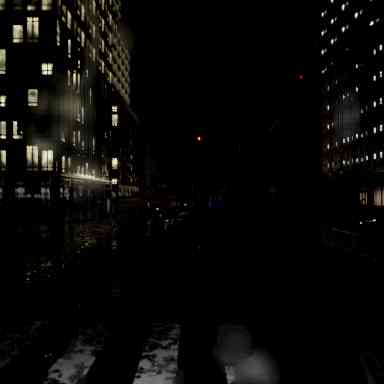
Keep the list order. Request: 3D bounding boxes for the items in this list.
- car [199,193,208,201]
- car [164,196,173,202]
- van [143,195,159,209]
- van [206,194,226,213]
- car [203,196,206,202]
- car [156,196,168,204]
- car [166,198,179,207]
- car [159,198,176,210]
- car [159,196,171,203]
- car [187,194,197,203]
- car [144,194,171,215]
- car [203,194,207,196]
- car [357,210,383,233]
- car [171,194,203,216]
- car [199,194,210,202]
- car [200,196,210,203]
[{"bbox_3d":[2.833,1.309,85.728,2.192,1.841,5.009,0,0,0],"label":"car"},{"bbox_3d":[-5.574,1.577,80.227,1.802,1.307,4.206,0,0,0],"label":"car"},{"bbox_3d":[-5.727,1.340,46.992,1.690,1.788,3.998,0,0,0],"label":"van"},{"bbox_3d":[2.715,1.341,35.878,1.690,1.788,3.998,0,0,0],"label":"van"},{"bbox_3d":[2.650,1.544,41.417,1.887,1.381,4.507,0,0,0],"label":"car"},{"bbox_3d":[-5.651,1.564,63.609,1.947,1.339,4.313,0,0,0],"label":"car"},{"bbox_3d":[-3.101,1.600,53.420,1.895,1.301,4.718,0,0,0],"label":"car"},{"bbox_3d":[-3.155,1.525,43.347,1.812,1.442,4.674,0,0,0],"label":"car"},{"bbox_3d":[-5.626,1.548,69.148,2.008,1.369,4.403,0,0,0],"label":"car"},{"bbox_3d":[0.079,1.352,72.800,2.097,1.767,4.553,0,0,0],"label":"car"},{"bbox_3d":[-3.200,1.222,33.569,2.150,2.045,5.566,0,0,0],"label":"car"},{"bbox_3d":[2.730,1.313,63.571,2.192,1.841,5.009,0,0,0],"label":"car"},{"bbox_3d":[12.617,1.631,20.068,4.892,1.490,1.837,0,0,0],"label":"car"},{"bbox_3d":[-0.368,1.221,32.165,2.150,2.045,5.566,0,0,4],"label":"car"},{"bbox_3d":[2.781,1.311,74.650,2.192,1.841,5.009,0,0,0],"label":"car"},{"bbox_3d":[2.755,1.542,69.110,1.887,1.381,4.507,0,0,0],"label":"car"}]
